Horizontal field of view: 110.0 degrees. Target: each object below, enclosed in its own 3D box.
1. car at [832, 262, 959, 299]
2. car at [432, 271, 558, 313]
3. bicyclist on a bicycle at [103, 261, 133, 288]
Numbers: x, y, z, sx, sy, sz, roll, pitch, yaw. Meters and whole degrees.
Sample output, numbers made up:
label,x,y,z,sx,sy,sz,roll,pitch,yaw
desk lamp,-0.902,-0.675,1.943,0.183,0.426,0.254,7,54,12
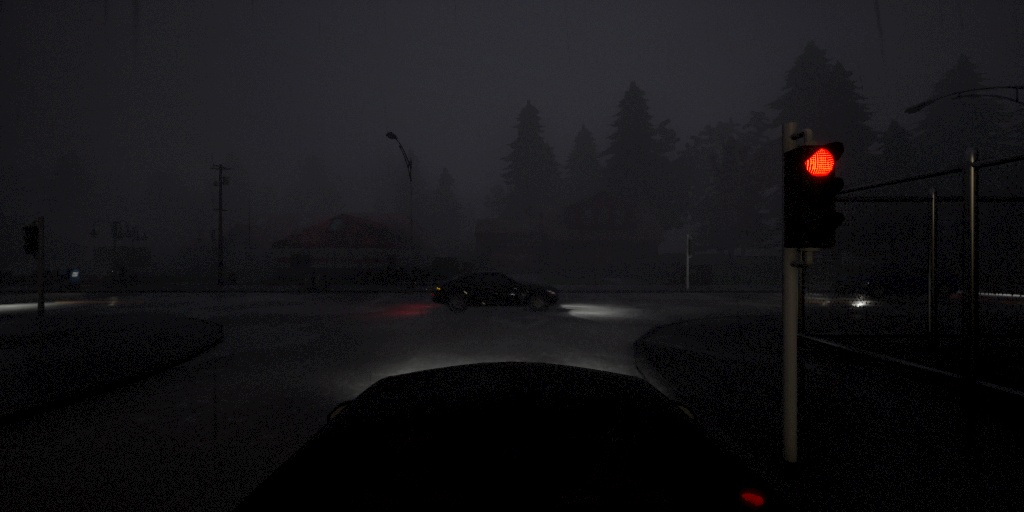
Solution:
label,x,y,z,sx,sy,sz,roll,pitch,yaw
car,18.727,1.228,17.646,5.008,1.535,1.882,0,0,0
car,-0.620,1.276,13.448,4.674,1.442,1.812,0,0,0
bicyclist on a bicycle,-23.979,1.098,21.830,0.582,1.620,1.656,0,0,0
